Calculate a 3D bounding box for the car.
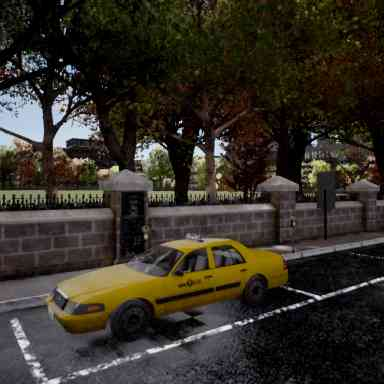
[{"bbox_3d":[-0.179,1.527,6.441,4.829,1.417,1.752,0,0,-36],"label":"car"}]
